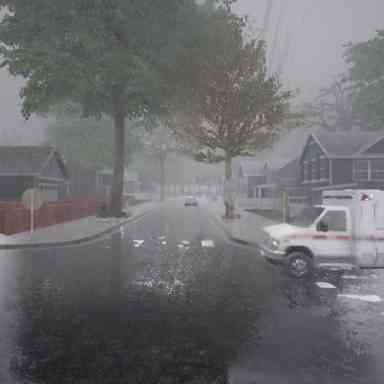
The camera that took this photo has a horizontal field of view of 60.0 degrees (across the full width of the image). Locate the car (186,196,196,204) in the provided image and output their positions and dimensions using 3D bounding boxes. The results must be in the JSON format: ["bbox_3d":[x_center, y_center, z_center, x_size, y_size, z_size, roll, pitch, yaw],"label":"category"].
[{"bbox_3d":[-0.166,1.530,62.262,1.812,1.442,4.674,0,0,0],"label":"car"}]

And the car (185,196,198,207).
[{"bbox_3d":[-0.139,1.569,52.256,1.994,1.385,4.181,0,0,0],"label":"car"}]

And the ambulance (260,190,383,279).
[{"bbox_3d":[5.293,1.186,9.775,6.366,2.431,2.351,1,-1,0],"label":"ambulance"}]
